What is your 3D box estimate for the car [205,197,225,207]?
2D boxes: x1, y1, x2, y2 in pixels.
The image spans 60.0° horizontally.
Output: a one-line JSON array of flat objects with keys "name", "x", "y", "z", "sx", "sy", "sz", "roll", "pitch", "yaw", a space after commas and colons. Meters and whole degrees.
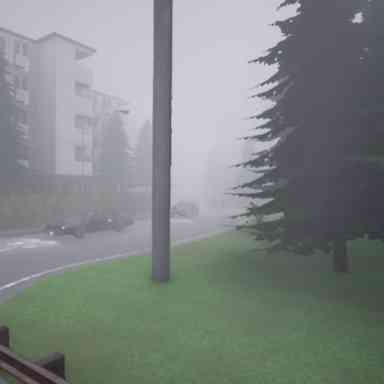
[{"name": "car", "x": 3.301, "y": 1.430, "z": 48.415, "sx": 1.837, "sy": 1.490, "sz": 4.892, "roll": 0, "pitch": 0, "yaw": -13}]

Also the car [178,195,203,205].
[{"name": "car", "x": -0.331, "y": 1.333, "z": 57.903, "sx": 2.128, "sy": 1.511, "sz": 4.902, "roll": 0, "pitch": 0, "yaw": -33}]

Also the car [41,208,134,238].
[{"name": "car", "x": -5.438, "y": 1.576, "z": 18.246, "sx": 2.033, "sy": 1.411, "sz": 5.357, "roll": 1, "pitch": 0, "yaw": 29}]

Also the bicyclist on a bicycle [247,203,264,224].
[{"name": "bicyclist on a bicycle", "x": 3.846, "y": 1.412, "z": 20.559, "sx": 1.656, "sy": 1.620, "sz": 0.582, "roll": -3, "pitch": 1, "yaw": 23}]

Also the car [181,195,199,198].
[{"name": "car", "x": -0.623, "y": 1.398, "z": 50.217, "sx": 1.837, "sy": 1.490, "sz": 4.892, "roll": 1, "pitch": 0, "yaw": -18}]

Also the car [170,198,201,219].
[{"name": "car", "x": -0.624, "y": 1.547, "z": 29.876, "sx": 2.033, "sy": 1.411, "sz": 5.357, "roll": 1, "pitch": 0, "yaw": 15}]
